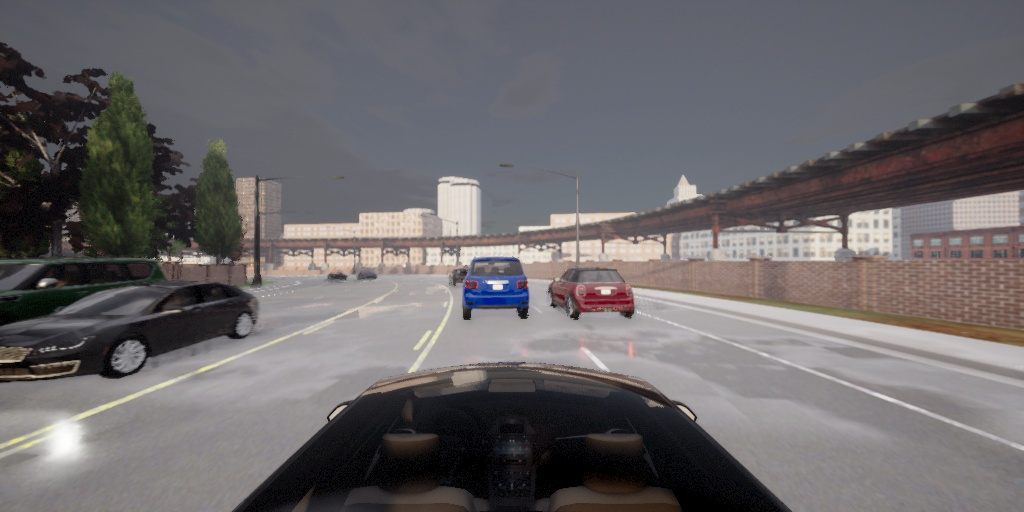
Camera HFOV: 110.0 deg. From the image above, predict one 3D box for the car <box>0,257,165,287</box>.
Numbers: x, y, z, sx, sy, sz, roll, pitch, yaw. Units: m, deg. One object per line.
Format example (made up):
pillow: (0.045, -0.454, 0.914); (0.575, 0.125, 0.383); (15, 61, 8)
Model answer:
car: (-10.950, 1.042, 8.281); (2.150, 2.045, 5.566); (0, -1, -5)

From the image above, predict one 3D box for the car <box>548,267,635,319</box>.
car: (2.727, 1.184, 13.392); (2.097, 1.767, 4.553); (0, -1, -6)

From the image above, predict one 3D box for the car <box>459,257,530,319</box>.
car: (-0.738, 1.068, 13.406); (2.150, 2.045, 5.566); (0, -1, -7)

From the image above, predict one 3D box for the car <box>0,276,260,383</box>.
car: (-7.429, 1.304, 7.438); (1.837, 1.490, 4.892); (0, -1, -4)

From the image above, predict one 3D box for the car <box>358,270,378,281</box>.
car: (-19.853, 2.611, 49.151); (2.033, 1.411, 5.357); (0, -2, -32)

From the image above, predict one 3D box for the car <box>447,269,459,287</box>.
car: (-4.477, 1.849, 31.415); (1.837, 1.490, 4.892); (0, -2, -16)

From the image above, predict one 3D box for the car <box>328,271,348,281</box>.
car: (-23.434, 2.696, 48.187); (1.895, 1.301, 4.718); (0, -2, -34)
